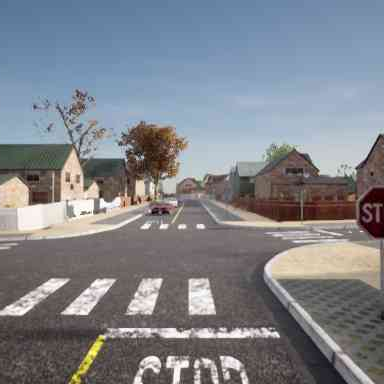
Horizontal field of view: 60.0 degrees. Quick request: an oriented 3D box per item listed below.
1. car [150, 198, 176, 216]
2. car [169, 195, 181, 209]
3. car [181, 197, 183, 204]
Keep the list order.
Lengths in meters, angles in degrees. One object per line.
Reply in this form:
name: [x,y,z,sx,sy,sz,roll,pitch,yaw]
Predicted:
car: [-2.911,1.584,32.492,1.895,1.301,4.718,0,0,0]
car: [-2.931,1.490,45.826,1.812,1.442,4.674,0,0,0]
car: [-2.873,1.373,63.843,2.097,1.767,4.553,0,0,0]
